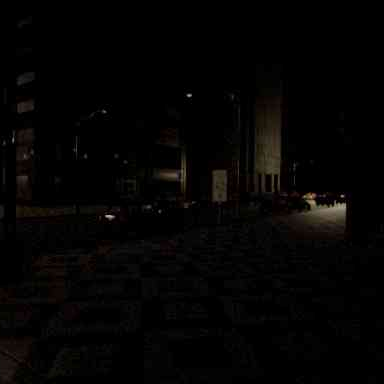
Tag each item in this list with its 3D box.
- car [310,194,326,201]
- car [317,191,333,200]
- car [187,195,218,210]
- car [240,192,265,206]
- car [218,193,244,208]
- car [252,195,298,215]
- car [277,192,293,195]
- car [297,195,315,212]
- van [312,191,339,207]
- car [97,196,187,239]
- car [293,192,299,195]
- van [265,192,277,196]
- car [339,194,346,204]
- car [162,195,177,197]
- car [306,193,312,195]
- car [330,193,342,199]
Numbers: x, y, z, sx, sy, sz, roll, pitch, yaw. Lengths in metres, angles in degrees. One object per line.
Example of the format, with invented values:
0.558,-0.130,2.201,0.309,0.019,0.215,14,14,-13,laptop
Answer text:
26.825,1.048,70.882,2.008,1.369,4.403,1,1,36,car
30.114,0.804,75.426,2.192,1.841,5.009,1,1,36,car
0.538,1.019,34.512,1.967,1.590,4.097,1,1,36,car
7.112,0.870,43.602,2.192,1.841,5.009,1,1,36,car
3.823,1.117,39.059,2.008,1.369,4.403,1,1,36,car
7.456,1.258,29.534,2.008,1.369,4.403,1,1,36,car
13.684,0.849,52.695,2.192,1.841,5.009,1,1,36,car
10.741,1.261,34.080,1.947,1.339,4.313,1,1,36,car
17.316,1.014,43.169,1.690,1.788,3.998,1,1,36,van
-2.401,1.186,15.896,1.967,1.590,4.097,1,1,36,car
16.969,0.839,57.240,2.192,1.841,5.009,1,1,36,car
10.397,0.885,48.148,1.690,1.788,3.998,1,1,36,van
23.884,1.219,52.263,1.947,1.339,4.313,1,1,36,car
-2.748,1.031,29.965,1.967,1.590,4.097,1,1,36,car
23.540,0.946,66.335,1.967,1.590,4.097,1,1,36,car
36.683,1.040,84.521,1.947,1.339,4.313,1,1,36,car
